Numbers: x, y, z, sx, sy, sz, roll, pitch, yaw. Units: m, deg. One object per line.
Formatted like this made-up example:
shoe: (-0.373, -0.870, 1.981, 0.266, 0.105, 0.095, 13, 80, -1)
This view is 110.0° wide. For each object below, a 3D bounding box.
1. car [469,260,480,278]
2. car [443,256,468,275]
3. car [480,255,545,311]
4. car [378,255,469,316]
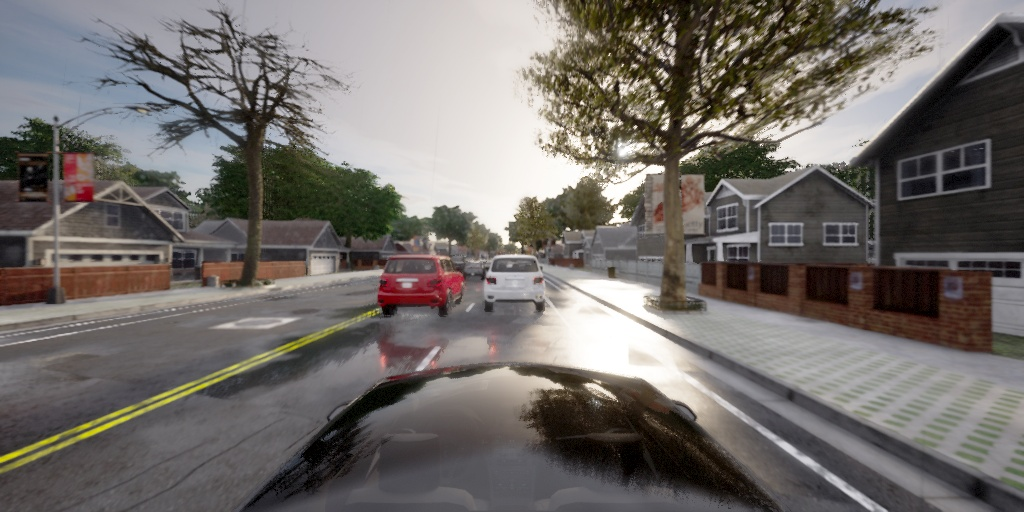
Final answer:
car: (-3.152, 1.271, 31.492, 2.128, 1.511, 4.902, 0, 0, 0)
car: (-6.594, 1.027, 42.433, 2.150, 2.045, 5.566, 0, 0, 0)
car: (0.099, 0.977, 14.516, 2.150, 2.045, 5.566, 0, 0, 0)
car: (-3.150, 0.975, 13.450, 2.150, 2.045, 5.566, 0, 0, 0)
